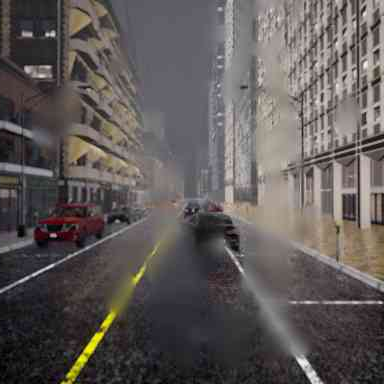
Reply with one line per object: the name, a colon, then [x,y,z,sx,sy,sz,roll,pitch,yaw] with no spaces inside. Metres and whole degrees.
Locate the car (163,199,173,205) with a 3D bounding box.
car: [-5.603,2.443,78.260,1.947,1.339,4.313,0,-1,0]

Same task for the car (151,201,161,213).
car: [-5.641,2.009,44.201,1.752,1.417,4.829,0,-1,0]

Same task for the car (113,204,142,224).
car: [-5.659,1.863,27.426,1.947,1.339,4.313,0,-1,0]

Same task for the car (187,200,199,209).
car: [0.165,2.210,58.329,1.994,1.385,4.181,0,-1,0]

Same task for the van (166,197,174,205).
van: [-5.596,2.283,83.911,1.690,1.788,3.998,0,-1,0]

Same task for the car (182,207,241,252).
car: [0.741,1.666,14.861,1.837,1.490,4.892,0,0,-9]

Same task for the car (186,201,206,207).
car: [0.136,1.929,35.014,2.033,1.411,5.357,0,-1,0]

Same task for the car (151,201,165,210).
car: [-5.628,2.160,55.668,1.887,1.381,4.507,0,-1,0]

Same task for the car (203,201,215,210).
car: [2.752,2.197,55.658,1.802,1.307,4.206,0,-1,0]

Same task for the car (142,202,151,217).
car: [-5.653,1.910,33.074,2.008,1.369,4.403,0,-1,0]

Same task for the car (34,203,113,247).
car: [-5.672,1.490,16.132,2.192,1.841,5.009,0,-1,0]

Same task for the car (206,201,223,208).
car: [2.733,2.004,38.713,1.802,1.307,4.206,0,-1,0]

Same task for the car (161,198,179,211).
car: [-3.008,1.885,48.592,2.097,1.767,4.553,0,-1,0]

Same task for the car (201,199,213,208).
car: [2.758,2.120,61.307,1.967,1.590,4.097,0,-1,0]
